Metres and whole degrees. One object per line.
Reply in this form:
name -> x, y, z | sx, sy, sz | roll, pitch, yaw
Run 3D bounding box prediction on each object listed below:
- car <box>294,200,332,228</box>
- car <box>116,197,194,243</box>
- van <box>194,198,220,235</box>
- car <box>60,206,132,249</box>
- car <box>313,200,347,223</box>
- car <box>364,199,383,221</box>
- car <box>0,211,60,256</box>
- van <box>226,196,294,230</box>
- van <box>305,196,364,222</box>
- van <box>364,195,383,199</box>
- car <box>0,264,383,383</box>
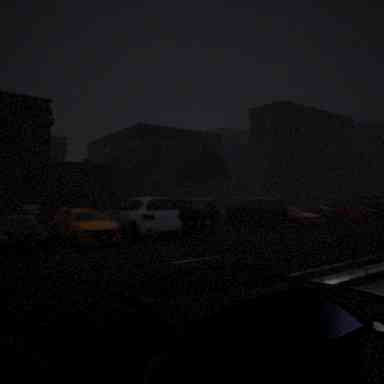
car -> 6.450, 1.528, 22.985 | 1.946, 1.575, 5.366 | 0, 0, -36
car -> -2.648, 1.255, 16.748 | 2.435, 2.045, 5.566 | 0, 0, -36
van -> -0.455, 1.286, 18.423 | 1.878, 1.987, 4.442 | 0, 0, -36
car -> -4.878, 1.502, 15.127 | 2.097, 1.535, 5.008 | 0, 0, -36
car -> 8.588, 1.580, 24.736 | 2.002, 1.452, 4.674 | 0, 0, -36
car -> 13.071, 1.559, 27.948 | 2.097, 1.535, 5.008 | 0, 0, -36
car -> -7.120, 1.540, 13.522 | 2.002, 1.452, 4.674 | 0, 0, -36
van -> 4.030, 1.297, 21.628 | 1.878, 1.987, 4.442 | 0, 0, -36
van -> 10.762, 1.323, 26.436 | 1.878, 1.987, 4.442 | 0, 0, -36
van -> 15.386, 1.343, 29.452 | 1.878, 1.987, 4.442 | 0, 0, -36
car -> 0.488, 1.548, 3.481 | 5.357, 1.411, 2.033 | 0, 0, -35
